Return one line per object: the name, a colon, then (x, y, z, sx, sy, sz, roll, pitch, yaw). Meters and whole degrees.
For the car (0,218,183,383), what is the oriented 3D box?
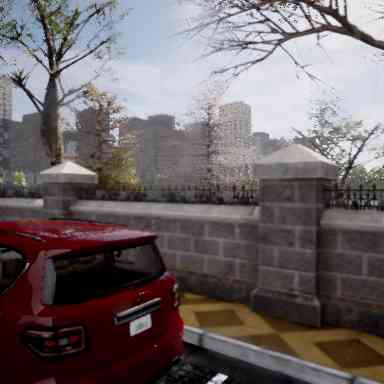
car: (-2.422, 1.286, 4.438, 5.009, 1.841, 2.192, 0, 0, 35)
